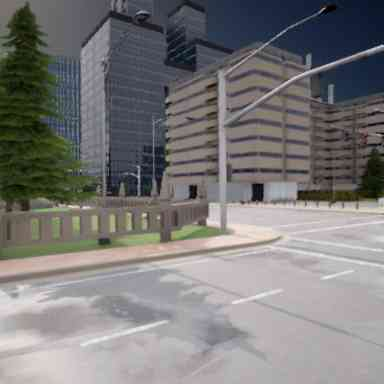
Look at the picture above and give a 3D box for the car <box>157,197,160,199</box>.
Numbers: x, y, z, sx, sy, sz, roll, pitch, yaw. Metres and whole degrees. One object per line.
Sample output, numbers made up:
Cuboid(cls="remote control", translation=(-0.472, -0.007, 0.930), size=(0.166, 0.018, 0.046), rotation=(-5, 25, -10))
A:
Cuboid(cls="car", translation=(-3.898, 1.366, 40.767), size=(2.033, 1.411, 5.357), rotation=(-1, 0, -35))
